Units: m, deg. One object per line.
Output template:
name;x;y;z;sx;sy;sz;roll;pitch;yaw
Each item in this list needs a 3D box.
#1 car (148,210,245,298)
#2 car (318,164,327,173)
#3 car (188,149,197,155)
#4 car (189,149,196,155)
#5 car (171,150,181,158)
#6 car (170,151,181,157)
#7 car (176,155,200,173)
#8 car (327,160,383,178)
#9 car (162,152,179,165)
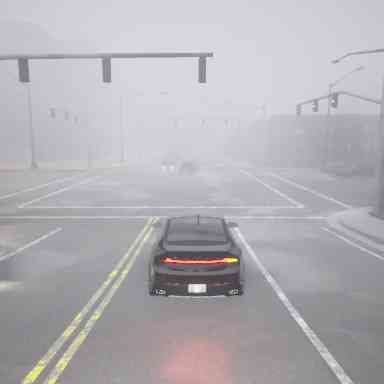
car;0.082;1.204;7.984;1.837;1.490;4.892;0;4;0
car;16.320;-2.721;36.246;4.902;1.511;2.128;0;9;0
car;0.103;-7.864;69.979;1.812;1.442;4.674;0;9;0
car;0.113;-10.952;90.274;1.994;1.385;4.181;0;9;0
car;-3.411;-8.061;70.957;1.882;1.535;5.008;0;9;0
car;-3.492;-6.625;60.779;2.097;1.767;4.553;0;9;0
car;-0.269;-3.153;39.166;1.837;1.490;4.892;2;9;8
car;16.684;-2.135;32.796;5.357;1.411;2.033;0;9;2
car;-3.533;-4.872;50.648;2.033;1.411;5.357;0;9;0
